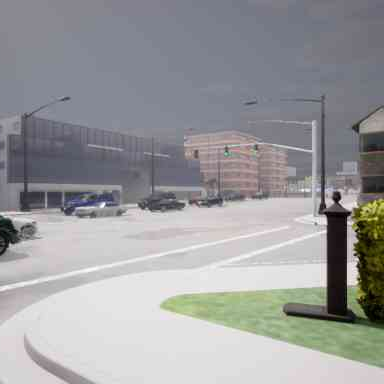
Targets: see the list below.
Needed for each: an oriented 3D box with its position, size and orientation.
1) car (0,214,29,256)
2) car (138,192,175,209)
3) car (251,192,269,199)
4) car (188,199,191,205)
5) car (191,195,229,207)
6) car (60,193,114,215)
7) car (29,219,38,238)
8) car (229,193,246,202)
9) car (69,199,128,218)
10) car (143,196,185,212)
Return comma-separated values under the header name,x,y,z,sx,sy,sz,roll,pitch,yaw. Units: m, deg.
name,x,y,z,sx,sy,sz,roll,pitch,yaw
car,-8.513,1.224,10.464,2.150,2.045,5.566,0,0,35
car,-4.187,1.072,41.384,2.150,2.045,5.566,0,1,36
car,13.707,0.733,66.768,2.033,1.411,5.357,0,0,36
car,1.415,1.247,49.376,1.895,1.301,4.718,0,2,35
car,2.435,1.217,44.733,2.128,1.511,4.902,0,1,35
car,-10.128,1.171,32.910,2.150,2.045,5.566,0,0,35
car,-9.483,1.525,15.159,1.812,1.442,4.674,0,0,35
car,7.537,0.901,58.085,2.033,1.411,5.357,0,1,35
car,-8.091,1.555,29.712,1.895,1.301,4.718,0,0,35
car,-2.834,1.493,37.216,1.895,1.301,4.718,0,1,35
